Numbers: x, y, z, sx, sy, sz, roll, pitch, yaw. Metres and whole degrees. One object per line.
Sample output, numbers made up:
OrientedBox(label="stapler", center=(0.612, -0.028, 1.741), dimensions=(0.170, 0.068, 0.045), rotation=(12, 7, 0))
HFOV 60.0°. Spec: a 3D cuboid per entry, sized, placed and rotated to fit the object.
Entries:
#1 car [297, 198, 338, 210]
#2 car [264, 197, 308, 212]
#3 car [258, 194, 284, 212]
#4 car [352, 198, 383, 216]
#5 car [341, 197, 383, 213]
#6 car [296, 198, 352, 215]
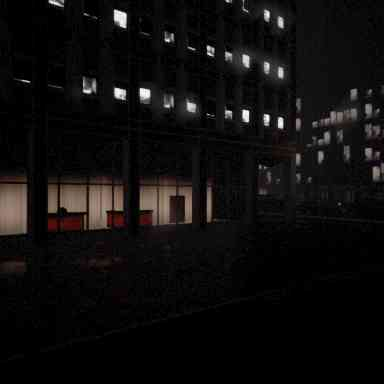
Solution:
OrientedBox(label="car", center=(15.459, 1.438, 41.170), dimensions=(2.008, 1.369, 4.403), rotation=(1, 0, -36))
OrientedBox(label="car", center=(10.576, 1.390, 37.855), dimensions=(1.812, 1.442, 4.674), rotation=(0, 0, -36))
OrientedBox(label="car", center=(8.560, 1.171, 36.074), dimensions=(2.192, 1.841, 5.009), rotation=(1, 0, -36))
OrientedBox(label="car", center=(16.504, 1.399, 29.838), dimensions=(1.882, 1.535, 5.008), rotation=(0, 0, -38))
OrientedBox(label="car", center=(18.858, 1.360, 36.620), dimensions=(1.967, 1.590, 4.097), rotation=(1, 0, -36))
OrientedBox(label="car", center=(12.008, 1.415, 31.351), dimensions=(1.752, 1.417, 4.829), rotation=(1, 0, -36))
